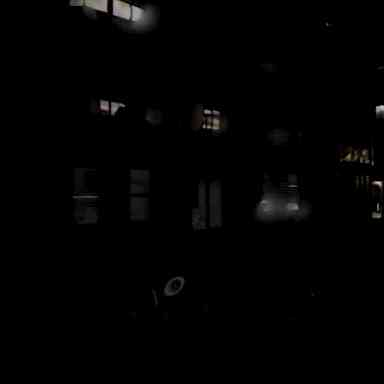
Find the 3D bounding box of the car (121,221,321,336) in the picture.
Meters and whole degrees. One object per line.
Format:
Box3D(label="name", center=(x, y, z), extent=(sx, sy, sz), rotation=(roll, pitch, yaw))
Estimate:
Box3D(label="car", center=(0.670, 1.439, 6.586), extent=(4.097, 1.590, 1.967), rotation=(0, -1, -35))
